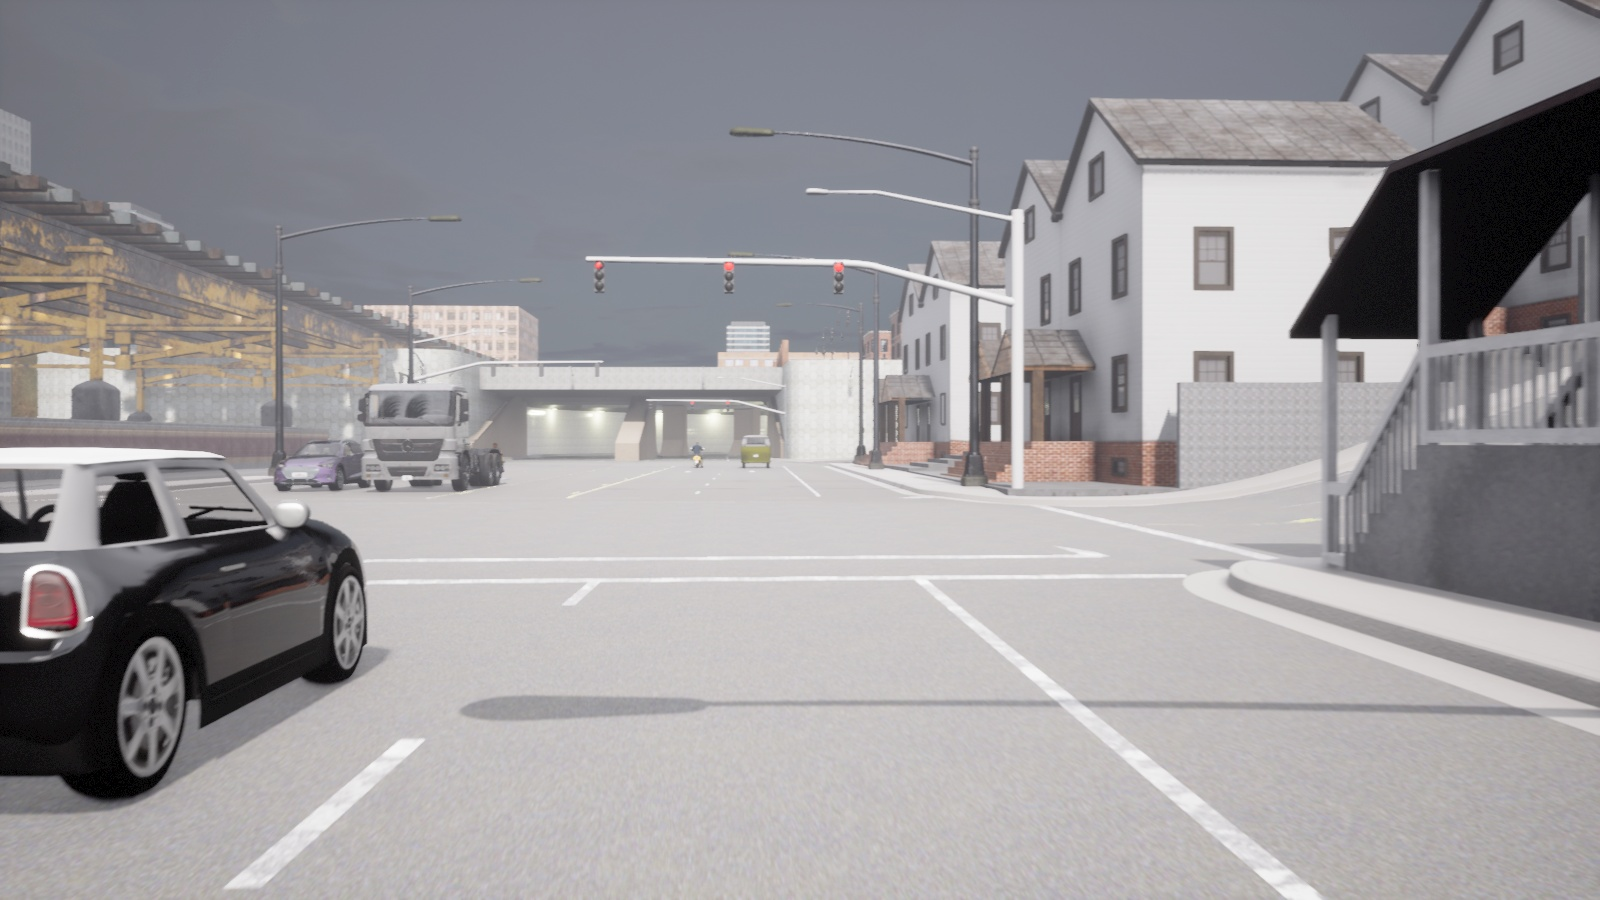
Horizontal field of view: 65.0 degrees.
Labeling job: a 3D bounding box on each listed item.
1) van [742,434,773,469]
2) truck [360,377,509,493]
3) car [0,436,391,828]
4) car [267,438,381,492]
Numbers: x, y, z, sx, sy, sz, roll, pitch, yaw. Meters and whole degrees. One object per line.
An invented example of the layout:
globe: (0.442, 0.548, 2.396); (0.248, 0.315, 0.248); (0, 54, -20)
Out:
van: (-2.561, 0.075, 75.189); (1.775, 1.987, 4.442); (0, 0, -2)
truck: (-11.908, -0.475, 41.719); (2.891, 3.462, 7.936); (0, 0, -2)
car: (-3.695, 0.673, 6.604); (1.970, 1.475, 3.806); (0, 0, -2)
car: (-15.385, 0.441, 40.883); (2.033, 1.649, 4.856); (0, 0, -2)
